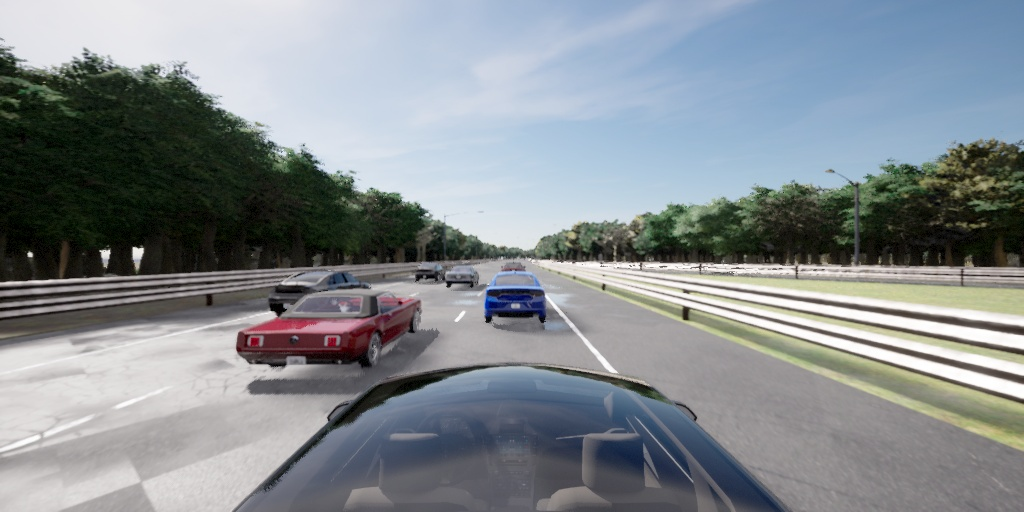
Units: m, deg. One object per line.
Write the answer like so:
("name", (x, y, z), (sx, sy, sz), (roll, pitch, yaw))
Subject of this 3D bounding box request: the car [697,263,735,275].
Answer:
("car", (26.928, 1.690, 47.444), (1.837, 1.490, 4.892), (0, 0, -24))

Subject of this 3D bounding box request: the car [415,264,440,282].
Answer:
("car", (-6.892, 1.381, 30.710), (1.837, 1.490, 4.892), (0, 0, 0))

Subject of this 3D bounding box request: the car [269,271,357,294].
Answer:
("car", (-6.901, 1.307, 13.485), (1.837, 1.490, 4.892), (0, 0, 0))

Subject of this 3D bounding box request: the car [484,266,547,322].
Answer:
("car", (0.102, 1.275, 12.609), (1.882, 1.535, 5.008), (0, 0, 0))

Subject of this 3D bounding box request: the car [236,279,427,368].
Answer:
("car", (-3.403, 1.378, 7.890), (1.895, 1.301, 4.718), (0, 0, 0))

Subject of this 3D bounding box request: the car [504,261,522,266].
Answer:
("car", (0.105, 1.239, 30.413), (2.097, 1.767, 4.553), (0, 0, 0))

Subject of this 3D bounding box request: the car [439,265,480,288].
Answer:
("car", (-3.396, 1.407, 25.261), (2.033, 1.411, 5.357), (0, 0, 0))
